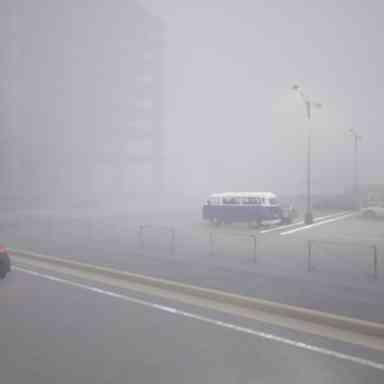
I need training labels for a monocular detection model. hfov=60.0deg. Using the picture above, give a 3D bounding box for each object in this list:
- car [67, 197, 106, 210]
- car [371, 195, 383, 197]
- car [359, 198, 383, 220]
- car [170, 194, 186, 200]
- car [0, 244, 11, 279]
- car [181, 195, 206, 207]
[{"bbox_3d":[-13.143,1.354,41.652,1.882,1.535,5.008,0,0,35],"label":"car"},{"bbox_3d":[17.851,1.149,29.356,4.605,1.855,1.932,0,0,36],"label":"car"},{"bbox_3d":[14.625,1.391,24.805,3.806,1.475,1.970,0,0,36],"label":"car"},{"bbox_3d":[-3.494,1.188,81.227,1.851,1.617,3.988,0,0,36],"label":"car"},{"bbox_3d":[-6.561,1.544,8.665,4.181,1.385,1.994,0,0,36],"label":"car"},{"bbox_3d":[-0.041,1.354,59.933,1.882,1.535,5.008,0,0,36],"label":"car"}]
